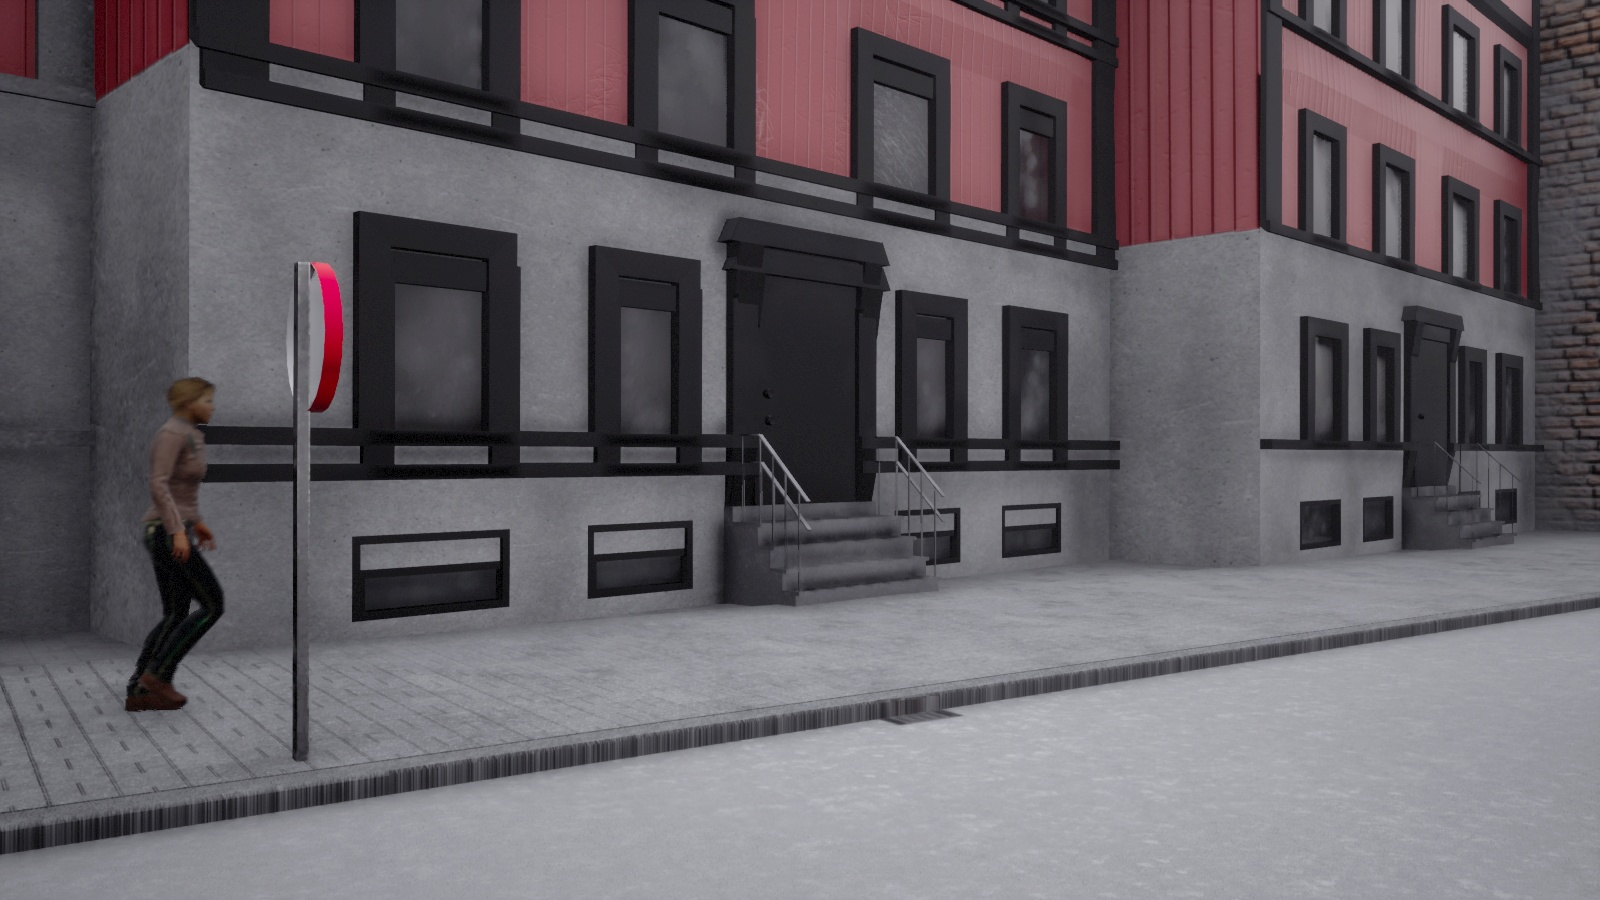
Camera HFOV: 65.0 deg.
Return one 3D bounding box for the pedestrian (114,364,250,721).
[{"bbox_3d":[-3.319,0.478,6.771,0.634,1.846,0.331,0,0,-22],"label":"pedestrian"}]
